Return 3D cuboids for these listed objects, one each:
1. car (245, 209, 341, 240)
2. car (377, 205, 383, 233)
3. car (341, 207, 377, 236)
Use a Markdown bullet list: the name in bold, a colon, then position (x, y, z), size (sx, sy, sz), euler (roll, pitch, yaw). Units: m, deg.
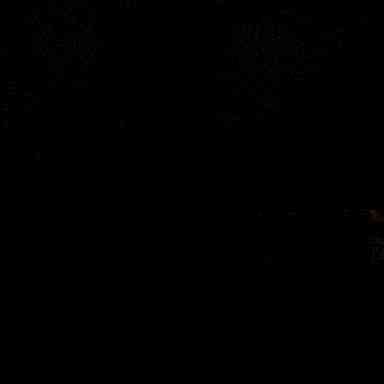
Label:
- **car**: position (5.349, 1.728, 18.710), size (4.892, 1.521, 2.231), euler (-1, -2, 39)
- **car**: position (11.003, 1.810, 22.342), size (5.366, 1.575, 1.946), euler (-1, -1, 39)
- **car**: position (8.255, 1.771, 20.463), size (4.892, 1.521, 2.231), euler (-1, -1, 39)
